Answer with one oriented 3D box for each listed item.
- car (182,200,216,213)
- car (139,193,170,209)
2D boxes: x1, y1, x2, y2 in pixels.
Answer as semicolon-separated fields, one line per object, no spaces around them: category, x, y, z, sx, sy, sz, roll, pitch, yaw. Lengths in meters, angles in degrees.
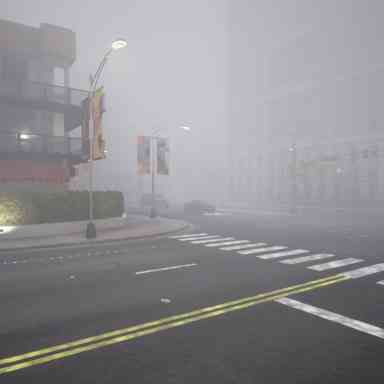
car;0.733;1.564;36.698;1.994;1.385;4.181;0;0;-35
car;-5.203;1.221;45.335;2.150;2.045;5.566;0;0;-35
